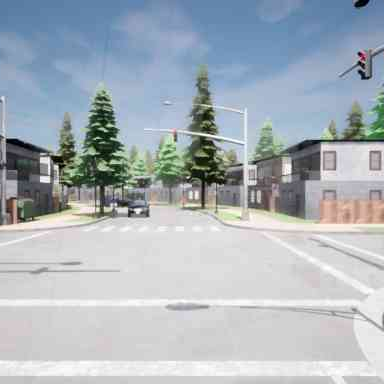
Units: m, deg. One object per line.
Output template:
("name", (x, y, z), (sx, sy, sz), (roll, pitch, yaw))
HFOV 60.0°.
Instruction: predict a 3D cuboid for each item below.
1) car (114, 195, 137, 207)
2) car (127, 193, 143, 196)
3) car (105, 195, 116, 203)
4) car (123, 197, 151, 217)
("car", (-9.849, 1.566, 49.292), (1.895, 1.301, 4.718), (0, 0, -24))
("car", (-10.401, 1.186, 58.418), (2.150, 2.045, 5.566), (0, 0, -36))
("car", (-16.518, 1.317, 66.760), (2.097, 1.767, 4.553), (0, 0, -45))
("car", (-4.844, 1.457, 30.545), (2.128, 1.511, 4.902), (0, 0, -7))
